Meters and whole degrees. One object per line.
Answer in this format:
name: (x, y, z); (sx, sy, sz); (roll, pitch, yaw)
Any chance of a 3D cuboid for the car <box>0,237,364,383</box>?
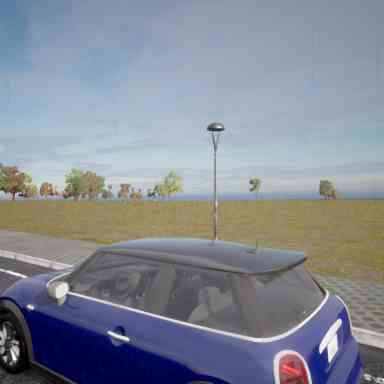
car: (-0.515, 1.353, 4.096); (4.553, 1.767, 2.097); (0, 0, 36)
